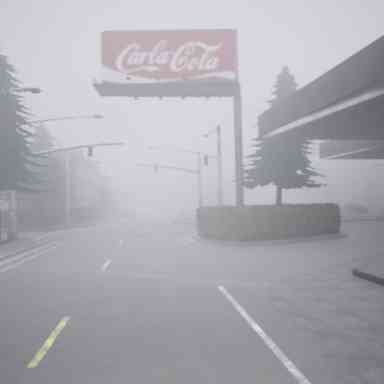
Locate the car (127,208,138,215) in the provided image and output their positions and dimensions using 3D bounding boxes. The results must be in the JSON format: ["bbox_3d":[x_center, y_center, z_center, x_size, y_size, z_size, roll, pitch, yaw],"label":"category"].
[{"bbox_3d":[-12.866,4.196,72.185,2.033,1.411,5.357,-1,-2,-8],"label":"car"}]

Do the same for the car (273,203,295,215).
[{"bbox_3d":[15.380,2.833,55.854,1.932,1.855,4.605,-1,-2,-8],"label":"car"}]

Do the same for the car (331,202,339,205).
[{"bbox_3d":[31.688,3.145,75.993,1.932,1.855,4.605,-1,-2,-8],"label":"car"}]

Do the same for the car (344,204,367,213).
[{"bbox_3d":[27.823,2.772,56.804,2.007,1.523,4.514,-1,-2,-8],"label":"car"}]

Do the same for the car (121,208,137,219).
[{"bbox_3d":[-10.857,3.714,56.478,1.812,1.442,4.674,-1,-2,-7],"label":"car"}]

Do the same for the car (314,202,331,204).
[{"bbox_3d":[28.863,3.164,75.197,1.905,1.878,3.866,-1,-2,-8],"label":"car"}]
